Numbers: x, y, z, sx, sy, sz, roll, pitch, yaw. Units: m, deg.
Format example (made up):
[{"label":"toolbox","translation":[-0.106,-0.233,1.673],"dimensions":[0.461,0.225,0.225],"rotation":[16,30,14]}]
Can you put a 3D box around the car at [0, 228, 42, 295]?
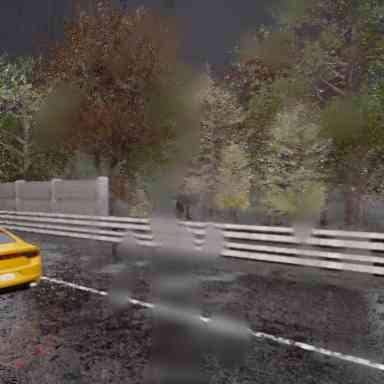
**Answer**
[{"label":"car","translation":[-5.578,1.498,7.858],"dimensions":[5.008,1.535,1.882],"rotation":[0,0,35]}]
